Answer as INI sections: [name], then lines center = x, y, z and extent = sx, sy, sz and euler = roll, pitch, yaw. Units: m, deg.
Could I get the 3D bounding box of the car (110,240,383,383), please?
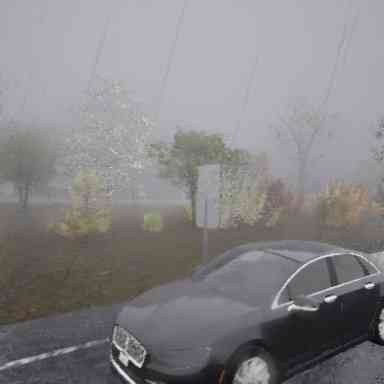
[car]
center = 1.268, 1.541, 4.892
extent = 4.892, 1.490, 1.837
euler = 1, -1, -35
